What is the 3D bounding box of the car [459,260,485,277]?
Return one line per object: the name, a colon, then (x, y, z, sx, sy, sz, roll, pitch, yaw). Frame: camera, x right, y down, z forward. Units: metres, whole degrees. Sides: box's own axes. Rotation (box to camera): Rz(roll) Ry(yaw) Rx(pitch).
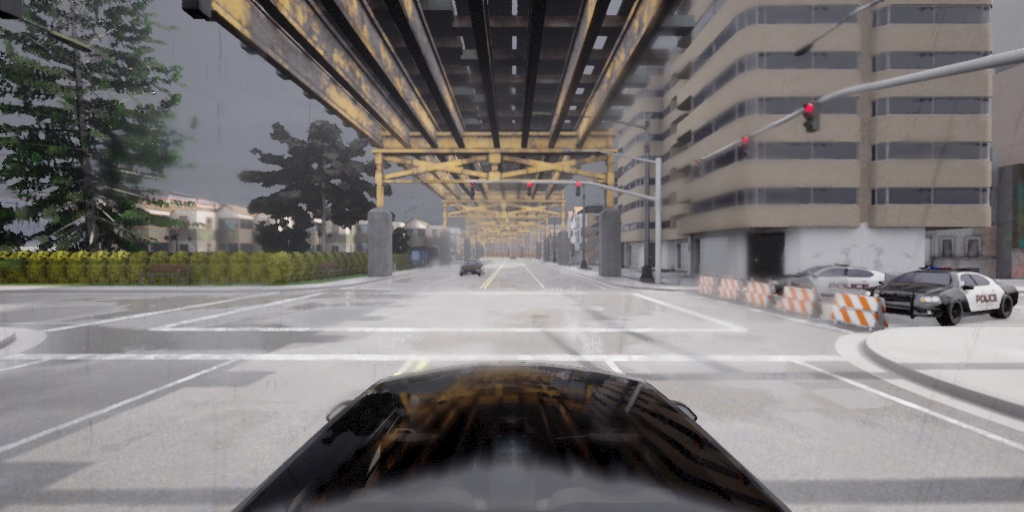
car: (-3.484, 1.058, 32.334, 2.033, 1.411, 5.357, 0, 1, 1)
